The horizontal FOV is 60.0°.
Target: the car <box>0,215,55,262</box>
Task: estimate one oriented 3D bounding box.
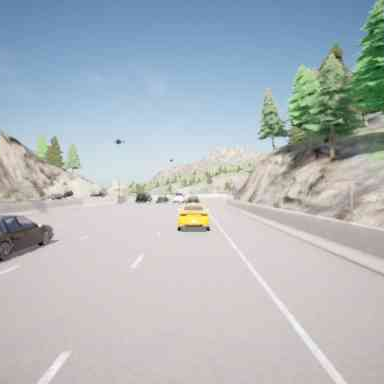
[{"bbox_3d":[-6.880,1.534,11.992,2.033,1.411,5.357,0,0,0],"label":"car"}]

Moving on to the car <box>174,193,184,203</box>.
[{"bbox_3d":[-2.079,1.146,65.253,2.150,2.045,5.566,0,0,9],"label":"car"}]

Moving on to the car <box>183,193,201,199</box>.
[{"bbox_3d":[0.281,1.295,49.432,2.097,1.767,4.553,0,0,3],"label":"car"}]

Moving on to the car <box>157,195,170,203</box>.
[{"bbox_3d":[-5.502,1.417,64.870,2.128,1.511,4.902,0,0,8],"label":"car"}]

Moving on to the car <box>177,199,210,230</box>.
[{"bbox_3d":[0.101,1.454,20.944,1.882,1.535,5.008,0,0,0],"label":"car"}]

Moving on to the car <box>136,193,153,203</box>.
[{"bbox_3d":[-9.197,1.147,64.569,2.150,2.045,5.566,0,0,8],"label":"car"}]
